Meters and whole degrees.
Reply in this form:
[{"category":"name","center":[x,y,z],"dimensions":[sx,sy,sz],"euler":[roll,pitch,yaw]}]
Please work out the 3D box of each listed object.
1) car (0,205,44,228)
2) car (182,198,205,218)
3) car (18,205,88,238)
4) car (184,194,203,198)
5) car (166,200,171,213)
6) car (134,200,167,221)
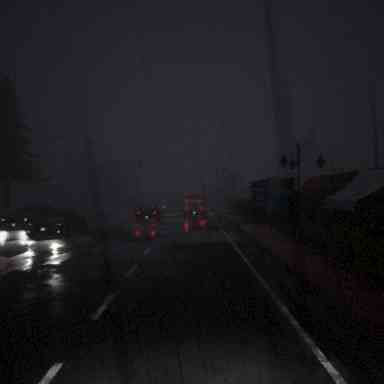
[{"category":"car","center":[-10.520,1.549,22.264],"dimensions":[2.033,1.411,5.357],"euler":[0,0,0]},{"category":"car","center":[0.194,1.536,30.590],"dimensions":[1.812,1.442,4.674],"euler":[0,0,0]},{"category":"car","center":[-7.049,1.566,17.692],"dimensions":[1.994,1.385,4.181],"euler":[0,0,-1]},{"category":"car","center":[0.227,1.236,41.404],"dimensions":[2.150,2.045,5.566],"euler":[0,0,1]},{"category":"car","center":[-3.395,1.558,36.729],"dimensions":[2.033,1.411,5.357],"euler":[0,0,0]},{"category":"car","center":[-3.372,1.608,27.148],"dimensions":[1.895,1.301,4.718],"euler":[0,0,1]}]
